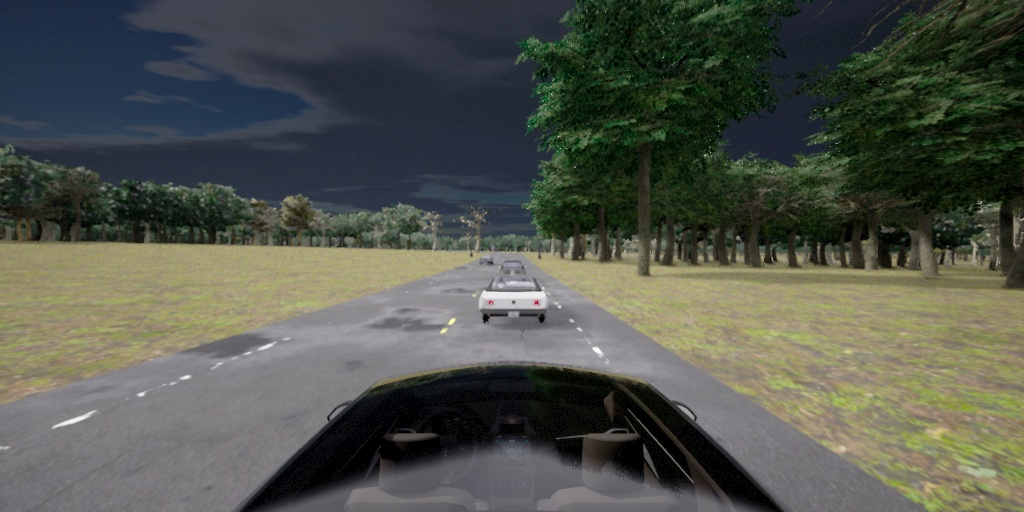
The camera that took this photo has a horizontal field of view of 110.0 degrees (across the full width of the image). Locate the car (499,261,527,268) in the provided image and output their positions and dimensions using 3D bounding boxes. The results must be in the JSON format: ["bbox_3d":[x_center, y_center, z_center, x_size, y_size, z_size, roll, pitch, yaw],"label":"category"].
[{"bbox_3d":[0.051,1.024,25.165,2.033,1.411,5.357,0,1,1],"label":"car"}]

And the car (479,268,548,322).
[{"bbox_3d":[0.061,1.249,11.783,1.895,1.301,4.718,0,1,0],"label":"car"}]

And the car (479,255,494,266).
[{"bbox_3d":[-3.571,0.547,50.584,1.812,1.442,4.674,0,2,0],"label":"car"}]
